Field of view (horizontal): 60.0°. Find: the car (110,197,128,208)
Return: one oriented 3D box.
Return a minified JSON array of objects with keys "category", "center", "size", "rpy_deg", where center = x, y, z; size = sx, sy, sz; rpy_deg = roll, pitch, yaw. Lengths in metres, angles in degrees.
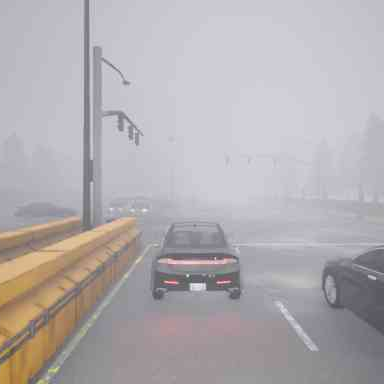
[{"category":"car","center":[-10.657,1.547,49.196],"size":[2.033,1.411,5.357],"rpy_deg":[0,0,0]}]

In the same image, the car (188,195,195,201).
[{"category":"car","center":[-0.106,1.524,88.507],"size":[1.812,1.442,4.674],"rpy_deg":[0,0,0]}]

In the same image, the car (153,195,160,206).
[{"category":"car","center":[-7.155,1.547,55.983],"size":[2.033,1.411,5.357],"rpy_deg":[0,0,0]}]

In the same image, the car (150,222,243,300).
[{"category":"car","center":[0.074,1.492,8.401],"size":[2.128,1.511,4.902],"rpy_deg":[0,0,-1]}]

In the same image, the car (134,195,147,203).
[{"category":"car","center":[-10.583,1.478,69.071],"size":[1.882,1.535,5.008],"rpy_deg":[0,0,0]}]

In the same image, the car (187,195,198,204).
[{"category":"car","center":[0.025,1.563,61.673],"size":[1.994,1.385,4.181],"rpy_deg":[0,0,0]}]

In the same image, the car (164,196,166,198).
[{"category":"car","center":[-7.091,1.355,75.772],"size":[2.097,1.767,4.553],"rpy_deg":[0,0,0]}]

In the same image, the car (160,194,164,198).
[{"category":"car","center":[-7.116,1.526,65.796],"size":[1.812,1.442,4.674],"rpy_deg":[0,0,0]}]

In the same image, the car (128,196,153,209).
[{"category":"car","center":[-7.154,1.352,46.508],"size":[2.097,1.767,4.553],"rpy_deg":[0,0,0]}]

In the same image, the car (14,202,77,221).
[{"category":"car","center":[-11.944,1.526,27.279],"size":[4.674,1.442,1.812],"rpy_deg":[0,0,-18]}]

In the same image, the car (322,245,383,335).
[{"category":"car","center":[3.595,1.505,4.989],"size":[1.837,1.490,4.892],"rpy_deg":[0,0,0]}]

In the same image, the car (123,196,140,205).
[{"category":"car","center":[-10.647,1.492,58.982],"size":[2.128,1.511,4.902],"rpy_deg":[0,0,0]}]
